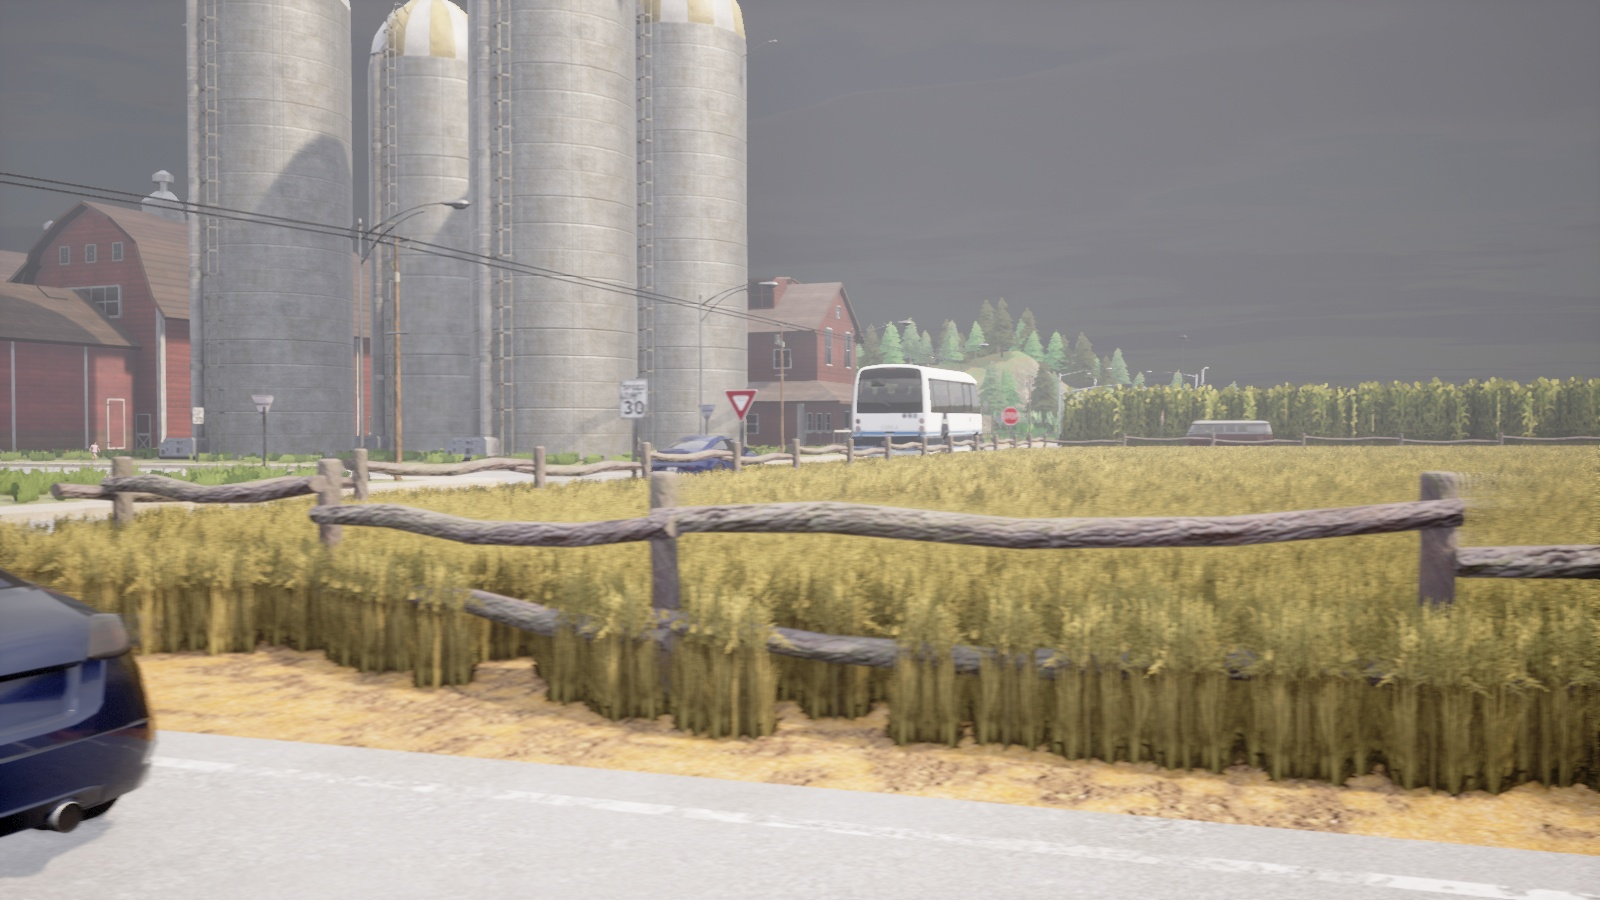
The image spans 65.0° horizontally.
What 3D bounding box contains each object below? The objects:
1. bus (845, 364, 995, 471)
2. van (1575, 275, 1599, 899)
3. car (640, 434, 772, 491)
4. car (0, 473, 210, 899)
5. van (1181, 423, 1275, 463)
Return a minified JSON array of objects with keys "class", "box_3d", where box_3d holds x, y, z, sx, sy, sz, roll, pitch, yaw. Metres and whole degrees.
[{"class":"bus","box_3d":[5.551,-1.411,55.599,3.944,4.253,10.273,1,1,21]},{"class":"van","box_3d":[3.952,0.561,1.888,4.442,1.987,1.775,0,1,18]},{"class":"car","box_3d":[-2.507,0.291,34.769,1.812,1.442,4.674,1,1,21]},{"class":"car","box_3d":[-4.638,0.795,4.884,4.181,1.385,1.994,1,1,24]},{"class":"van","box_3d":[21.888,-0.357,64.183,4.442,1.987,1.775,0,1,21]}]
